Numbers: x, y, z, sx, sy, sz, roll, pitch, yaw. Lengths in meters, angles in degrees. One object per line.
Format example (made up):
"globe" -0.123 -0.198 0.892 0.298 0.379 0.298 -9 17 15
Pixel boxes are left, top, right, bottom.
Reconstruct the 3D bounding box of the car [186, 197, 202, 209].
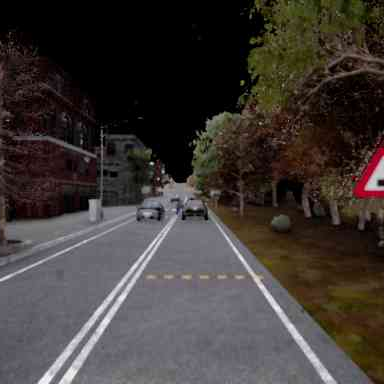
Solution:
"car" 0.277 1.462 45.331 2.033 1.411 5.357 0 0 0

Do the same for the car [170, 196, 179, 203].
"car" -3.072 1.379 62.345 2.033 1.411 5.357 0 0 0

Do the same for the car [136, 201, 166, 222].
"car" -3.173 1.466 26.169 2.128 1.511 4.902 0 0 1

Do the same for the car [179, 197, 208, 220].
"car" 0.227 1.323 27.993 2.097 1.767 4.553 0 0 0
